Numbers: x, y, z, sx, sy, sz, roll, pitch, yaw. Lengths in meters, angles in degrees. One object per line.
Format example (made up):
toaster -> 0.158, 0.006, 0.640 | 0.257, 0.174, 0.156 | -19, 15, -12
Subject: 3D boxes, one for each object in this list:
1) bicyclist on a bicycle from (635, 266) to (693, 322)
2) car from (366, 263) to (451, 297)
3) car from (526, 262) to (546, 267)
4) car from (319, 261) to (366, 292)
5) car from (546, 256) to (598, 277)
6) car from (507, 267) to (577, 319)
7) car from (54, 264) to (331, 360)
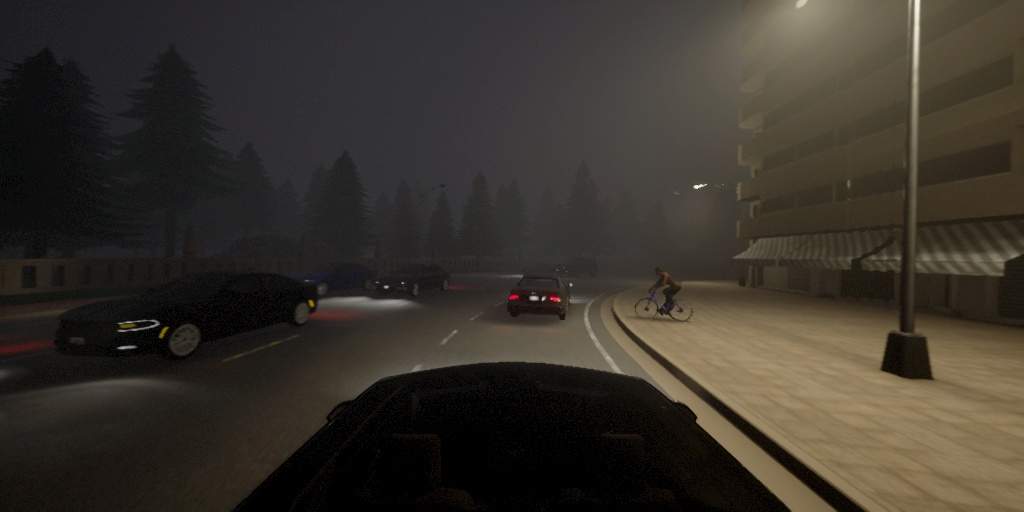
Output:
bicyclist on a bicycle -> 4.505, 1.139, 10.641 | 1.656, 1.620, 0.582 | 1, 0, 9
car -> -4.785, 1.113, 18.047 | 1.837, 1.490, 4.892 | 1, 1, 18
car -> 2.909, 1.317, 37.200 | 4.181, 1.385, 1.994 | 1, 0, -45
car -> -8.624, 1.001, 17.291 | 1.882, 1.535, 5.008 | 1, 1, 16
car -> 6.348, 1.057, 35.746 | 5.566, 2.045, 2.150 | 2, 0, -42
car -> 1.145, 1.304, 13.016 | 2.033, 1.411, 5.357 | 1, 0, 11
car -> -6.596, 1.064, 8.142 | 1.882, 1.535, 5.008 | 1, 0, 6
